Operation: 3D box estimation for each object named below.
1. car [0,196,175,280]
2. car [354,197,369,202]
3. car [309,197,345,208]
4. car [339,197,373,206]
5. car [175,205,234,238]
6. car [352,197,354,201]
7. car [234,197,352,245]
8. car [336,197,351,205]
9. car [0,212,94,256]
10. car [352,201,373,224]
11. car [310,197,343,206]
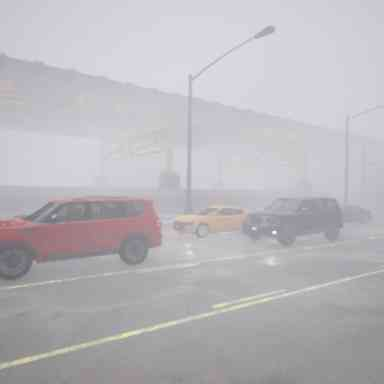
[{"bbox_3d":[-3.550,1.157,10.044,5.566,2.045,2.150,1,0,-35],"label":"car"},{"bbox_3d":[29.170,1.557,59.331,4.536,1.218,1.853,1,0,-6],"label":"car"},{"bbox_3d":[21.475,1.629,53.000,4.974,1.542,2.038,1,0,9],"label":"car"},{"bbox_3d":[29.219,1.715,59.337,4.974,1.542,2.038,1,0,-6],"label":"car"},{"bbox_3d":[1.342,1.462,17.686,5.008,1.535,1.882,1,0,-35],"label":"car"},{"bbox_3d":[25.257,1.672,55.633,2.038,1.542,4.974,1,0,19],"label":"car"},{"bbox_3d":[4.972,1.254,15.943,5.566,2.045,2.150,1,0,-35],"label":"car"},{"bbox_3d":[25.275,1.514,55.682,1.853,1.218,4.536,1,0,19],"label":"car"},{"bbox_3d":[-6.314,1.498,12.390,4.718,1.301,1.895,1,0,-35],"label":"car"},{"bbox_3d":[11.168,1.642,24.486,5.357,1.411,2.033,1,0,-35],"label":"car"},{"bbox_3d":[21.425,1.471,53.008,4.536,1.218,1.853,1,0,9],"label":"car"}]
